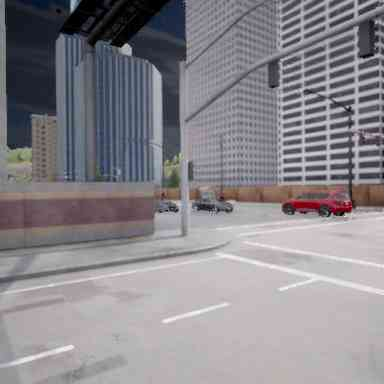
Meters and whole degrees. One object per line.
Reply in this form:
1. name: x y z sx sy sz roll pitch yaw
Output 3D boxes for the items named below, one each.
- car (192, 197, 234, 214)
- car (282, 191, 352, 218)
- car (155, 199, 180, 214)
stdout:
1. car: 1.915 1.252 31.497 1.837 1.490 4.892 -1 1 -35
2. car: 9.883 0.922 26.735 2.150 2.045 5.566 -1 0 -35
3. car: -2.971 1.356 32.361 1.994 1.385 4.181 -1 1 -35
